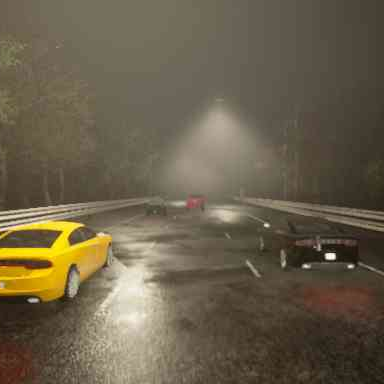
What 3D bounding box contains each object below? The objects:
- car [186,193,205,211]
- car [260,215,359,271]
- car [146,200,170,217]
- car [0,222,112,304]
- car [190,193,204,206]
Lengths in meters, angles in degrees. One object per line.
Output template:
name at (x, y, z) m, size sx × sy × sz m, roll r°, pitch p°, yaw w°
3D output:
car at (0.435, 1.222, 41.669) m, size 2.150 × 2.045 × 5.566 m, roll 0°, pitch 0°, yaw 1°
car at (3.532, 1.481, 10.931) m, size 1.882 × 1.535 × 5.008 m, roll 0°, pitch 0°, yaw 0°
car at (-3.152, 1.495, 31.190) m, size 2.128 × 1.511 × 4.902 m, roll 0°, pitch 0°, yaw 1°
car at (-3.374, 1.479, 8.269) m, size 1.882 × 1.535 × 5.008 m, roll 0°, pitch 0°, yaw 0°
car at (0.864, 1.218, 56.043) m, size 2.150 × 2.045 × 5.566 m, roll 0°, pitch 0°, yaw 2°
